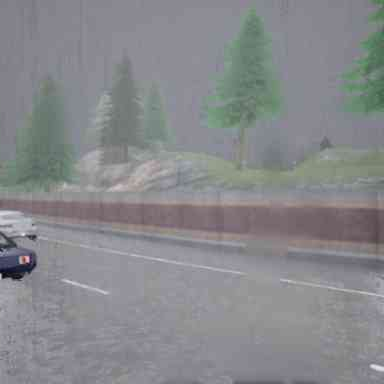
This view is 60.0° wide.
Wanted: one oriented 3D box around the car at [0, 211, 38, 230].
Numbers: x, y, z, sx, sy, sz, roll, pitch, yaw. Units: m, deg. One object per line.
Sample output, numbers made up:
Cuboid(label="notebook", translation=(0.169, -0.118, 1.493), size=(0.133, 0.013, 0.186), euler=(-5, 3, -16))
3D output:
Cuboid(label="car", translation=(-9.226, 1.651, 16.420), size=(4.674, 1.442, 1.812), euler=(0, 0, 43))

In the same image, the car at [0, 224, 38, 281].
Cuboid(label="car", translation=(-6.164, 1.673, 8.991), size=(4.718, 1.301, 1.895), euler=(0, 0, 40))
